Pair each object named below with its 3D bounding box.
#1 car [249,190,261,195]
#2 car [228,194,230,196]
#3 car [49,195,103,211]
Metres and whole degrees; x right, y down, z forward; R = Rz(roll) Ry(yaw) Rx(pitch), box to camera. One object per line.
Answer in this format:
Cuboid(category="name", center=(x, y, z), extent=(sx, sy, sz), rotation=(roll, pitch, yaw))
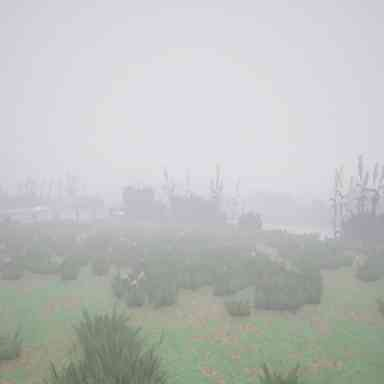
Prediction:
Cuboid(category="car", center=(10.224, 0.765, 47.494), extent=(2.150, 2.045, 5.566), rotation=(0, -2, 44))
Cuboid(category="car", center=(3.857, 0.851, 46.011), extent=(1.882, 1.535, 5.008), rotation=(0, -2, 43))
Cuboid(category="car", center=(-10.458, 1.107, 30.343), extent=(1.837, 1.490, 4.892), rotation=(0, 3, 41))
